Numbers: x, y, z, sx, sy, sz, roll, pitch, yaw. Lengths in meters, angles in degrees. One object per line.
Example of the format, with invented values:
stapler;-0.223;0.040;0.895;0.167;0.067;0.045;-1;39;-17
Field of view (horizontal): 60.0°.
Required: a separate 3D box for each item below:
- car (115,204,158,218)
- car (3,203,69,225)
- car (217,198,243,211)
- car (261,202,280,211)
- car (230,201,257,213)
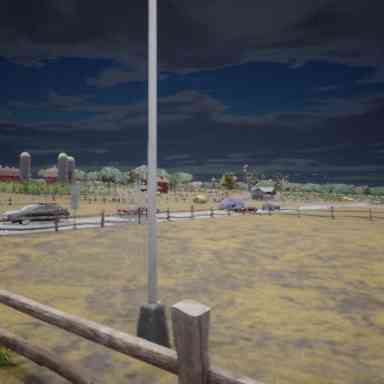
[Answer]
car;-5.723;1.952;34.684;1.895;1.301;4.718;2;0;36
car;-12.013;1.678;25.922;1.837;1.490;4.892;2;0;36
car;5.994;1.926;50.881;2.150;2.045;5.566;2;0;36
car;13.429;2.441;56.472;2.128;1.511;4.902;2;0;36
car;7.827;2.376;48.591;1.895;1.301;4.718;2;0;36
